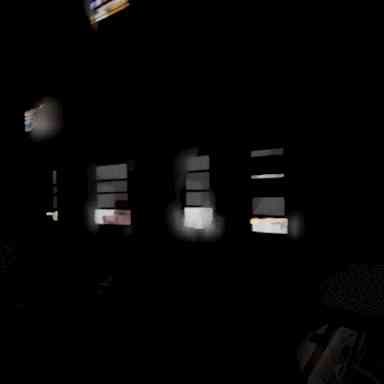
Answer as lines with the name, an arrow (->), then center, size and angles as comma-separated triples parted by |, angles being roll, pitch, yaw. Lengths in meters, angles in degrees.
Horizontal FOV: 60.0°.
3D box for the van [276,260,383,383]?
van -> 2.263, 1.341, 1.282 | 3.998, 1.788, 1.690 | 0, -1, 36
